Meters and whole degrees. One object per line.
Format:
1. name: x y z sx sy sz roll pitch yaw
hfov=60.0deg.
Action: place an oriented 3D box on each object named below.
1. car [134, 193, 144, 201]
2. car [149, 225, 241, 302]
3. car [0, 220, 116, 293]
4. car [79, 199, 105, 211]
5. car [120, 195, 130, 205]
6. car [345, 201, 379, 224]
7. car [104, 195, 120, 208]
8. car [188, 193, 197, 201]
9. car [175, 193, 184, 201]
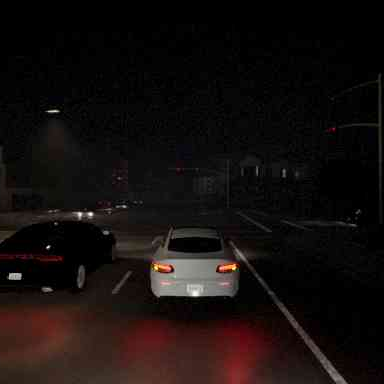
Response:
1. car: -13.955 1.411 88.201 2.150 2.045 5.566 0 0 0
2. car: 0.071 1.540 8.158 1.812 1.442 4.674 0 0 0
3. car: -3.425 1.498 8.945 1.882 1.535 5.008 0 0 0
4. car: -14.080 1.977 46.195 1.895 1.301 4.718 0 -1 0
5. car: -13.978 1.576 66.918 2.150 2.045 5.566 0 1 0
6. car: 14.262 1.490 25.471 4.553 1.767 2.097 0 -1 0
7. car: -14.056 1.784 55.462 2.097 1.767 4.553 0 0 0
8. car: 0.045 1.413 89.285 2.150 2.045 5.566 0 -1 0
9. car: -3.455 1.417 88.985 2.150 2.045 5.566 0 0 0
